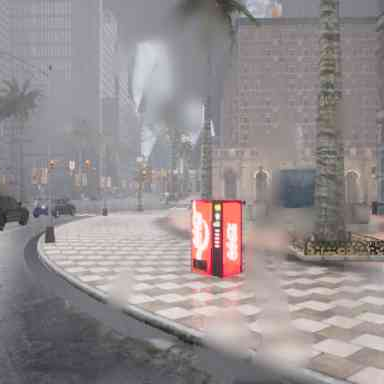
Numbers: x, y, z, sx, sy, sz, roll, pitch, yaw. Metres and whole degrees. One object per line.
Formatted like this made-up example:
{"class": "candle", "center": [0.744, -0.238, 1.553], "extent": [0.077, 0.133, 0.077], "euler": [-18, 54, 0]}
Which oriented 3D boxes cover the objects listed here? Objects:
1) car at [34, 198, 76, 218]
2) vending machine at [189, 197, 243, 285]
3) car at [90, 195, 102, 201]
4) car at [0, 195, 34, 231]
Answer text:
{"class": "car", "center": [-12.436, 1.352, 30.360], "extent": [2.097, 1.767, 4.553], "euler": [0, 0, 5]}
{"class": "vending machine", "center": [0.636, 1.195, 8.717], "extent": [1.100, 2.100, 0.880], "euler": [0, 0, -43]}
{"class": "car", "center": [-24.290, 1.513, 84.688], "extent": [2.161, 1.482, 4.786], "euler": [0, 0, 1]}
{"class": "car", "center": [-12.211, 1.221, 20.787], "extent": [2.150, 2.045, 5.566], "euler": [0, 0, -6]}
